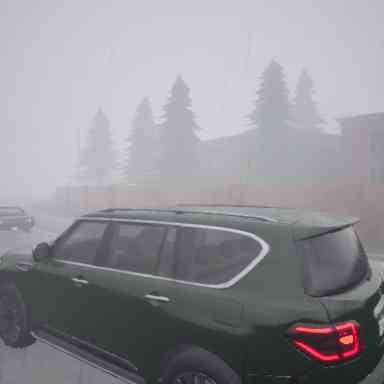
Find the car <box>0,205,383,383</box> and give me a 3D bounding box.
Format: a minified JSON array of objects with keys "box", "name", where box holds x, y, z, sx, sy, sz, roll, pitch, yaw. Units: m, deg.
[{"box":[-0.525,1.191,4.443,5.566,2.045,2.150,0,0,37],"name":"car"}]
